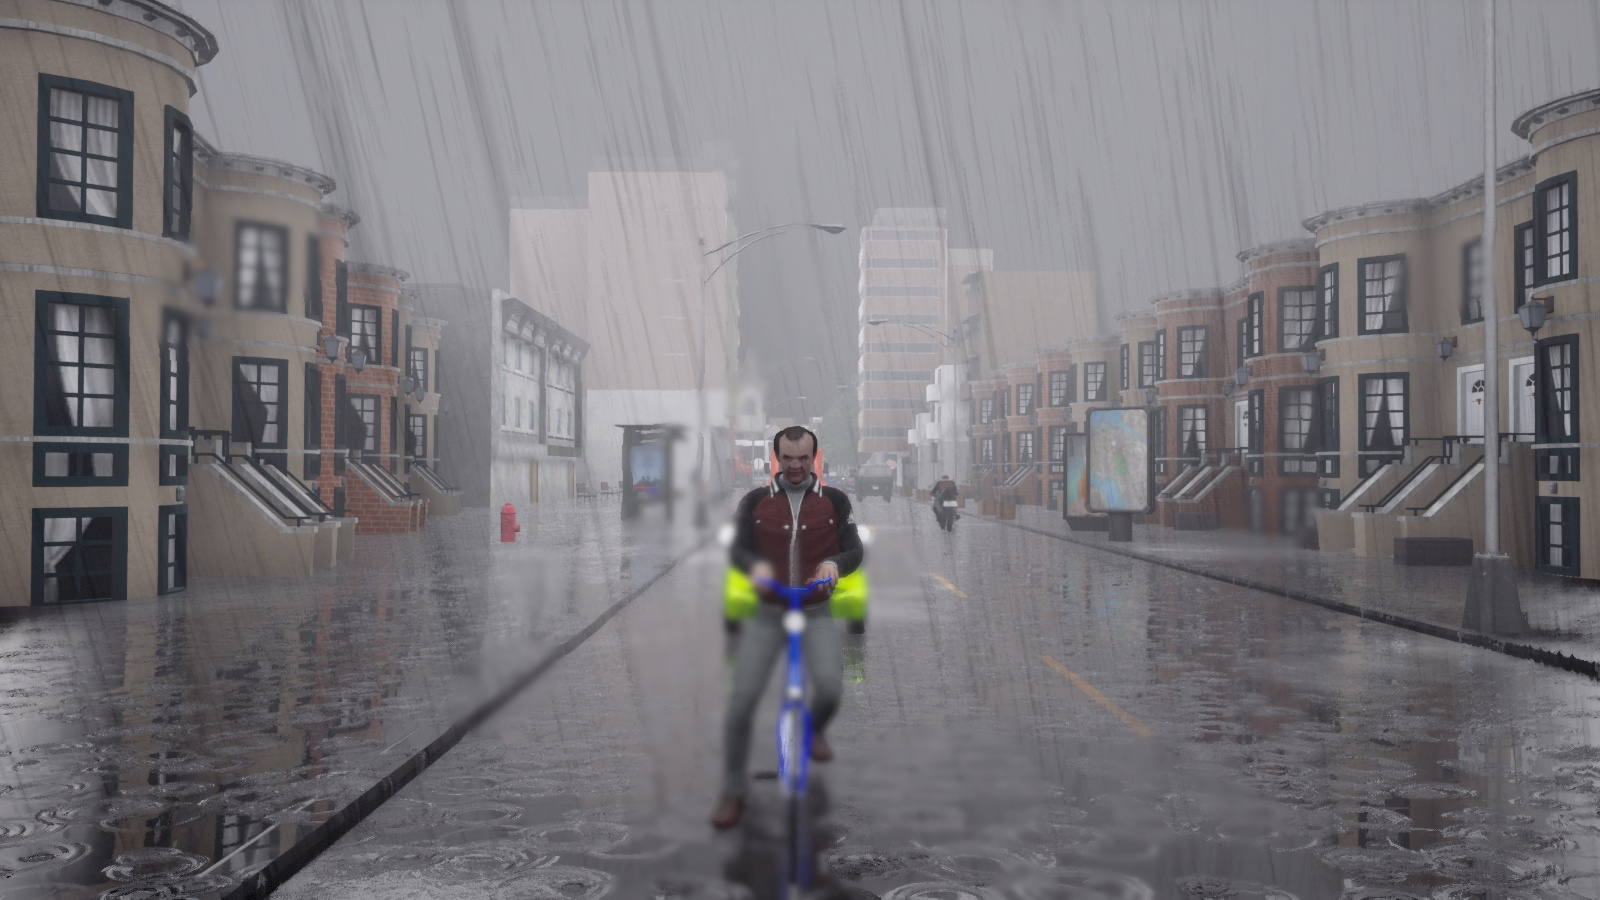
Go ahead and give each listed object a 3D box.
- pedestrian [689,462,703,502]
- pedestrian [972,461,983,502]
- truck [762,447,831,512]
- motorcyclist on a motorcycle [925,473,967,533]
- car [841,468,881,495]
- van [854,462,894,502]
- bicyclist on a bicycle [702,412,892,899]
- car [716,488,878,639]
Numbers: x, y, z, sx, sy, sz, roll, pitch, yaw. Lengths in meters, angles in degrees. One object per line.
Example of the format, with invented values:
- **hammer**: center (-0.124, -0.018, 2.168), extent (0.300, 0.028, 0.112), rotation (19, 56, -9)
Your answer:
- **pedestrian**: center (-5.184, 1.597, 62.793), extent (0.423, 1.949, 0.788), rotation (-1, -1, 16)
- **pedestrian**: center (8.409, 1.487, 59.505), extent (0.396, 1.930, 0.692), rotation (0, -1, 0)
- **truck**: center (-0.136, 1.177, 50.601), extent (2.627, 2.467, 5.204), rotation (0, -1, 0)
- **motorcyclist on a motorcycle**: center (3.910, 1.399, 33.743), extent (0.866, 1.530, 2.191), rotation (0, -1, 0)
- **car**: center (3.760, 1.961, 78.645), extent (2.242, 1.667, 4.611), rotation (0, -1, 0)
- **van**: center (3.817, 1.651, 65.579), extent (1.775, 1.987, 4.442), rotation (0, -1, 0)
- **bicyclist on a bicycle**: center (-0.015, 0.774, 5.309), extent (0.659, 1.776, 1.843), rotation (0, -1, 0)
- **car**: center (-0.034, 1.081, 12.658), extent (1.481, 1.376, 2.207), rotation (0, -2, 0)
